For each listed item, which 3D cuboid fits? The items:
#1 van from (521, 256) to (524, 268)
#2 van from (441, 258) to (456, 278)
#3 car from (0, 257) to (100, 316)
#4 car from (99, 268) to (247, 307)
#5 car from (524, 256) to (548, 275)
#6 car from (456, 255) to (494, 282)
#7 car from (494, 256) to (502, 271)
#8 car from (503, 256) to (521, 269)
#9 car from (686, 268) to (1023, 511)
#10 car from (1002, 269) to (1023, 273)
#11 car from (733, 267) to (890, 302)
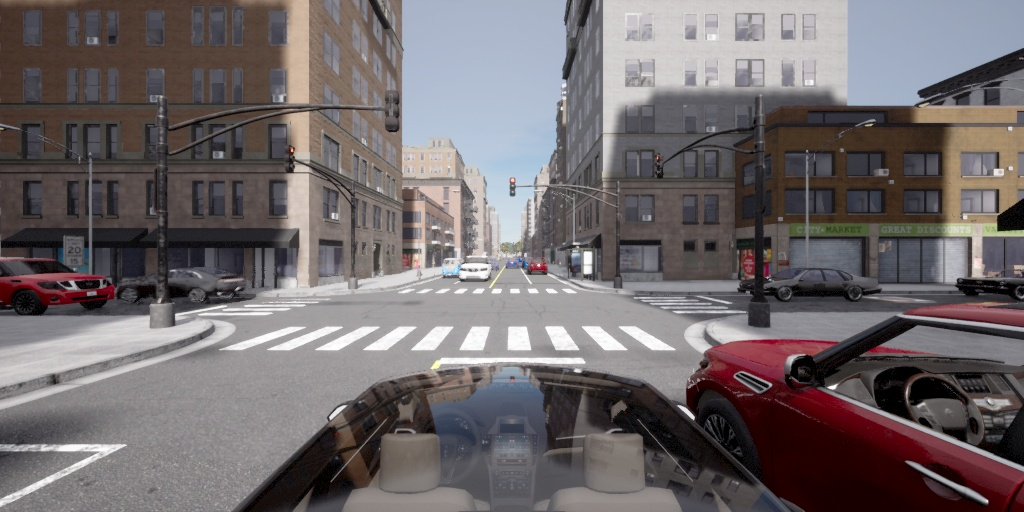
[{"bbox_3d":[2.689,1.084,54.879,1.690,1.789,3.998,0,0,0],"label":"van"},{"bbox_3d":[-5.408,1.087,33.253,1.690,1.789,3.998,0,0,0],"label":"van"},{"bbox_3d":[-18.199,1.044,13.163,5.566,2.045,2.150,0,0,0],"label":"car"},{"bbox_3d":[-14.719,1.296,16.064,4.902,1.511,2.128,0,0,0],"label":"car"},{"bbox_3d":[2.704,1.060,38.660,2.192,1.841,5.009,0,0,0],"label":"car"},{"bbox_3d":[-2.850,0.962,28.974,2.150,2.045,5.566,0,1,0],"label":"car"},{"bbox_3d":[-2.836,1.096,49.770,2.097,1.767,4.553,0,0,0],"label":"car"},{"bbox_3d":[0.048,1.094,57.998,2.097,1.767,4.553,0,0,1],"label":"car"},{"bbox_3d":[2.637,1.065,1.289,2.192,1.841,5.009,0,0,0],"label":"car"},{"bbox_3d":[23.278,1.243,16.176,4.718,1.301,1.895,0,0,0],"label":"car"},{"bbox_3d":[13.289,1.232,16.162,5.357,1.411,2.033,0,0,0],"label":"car"}]
